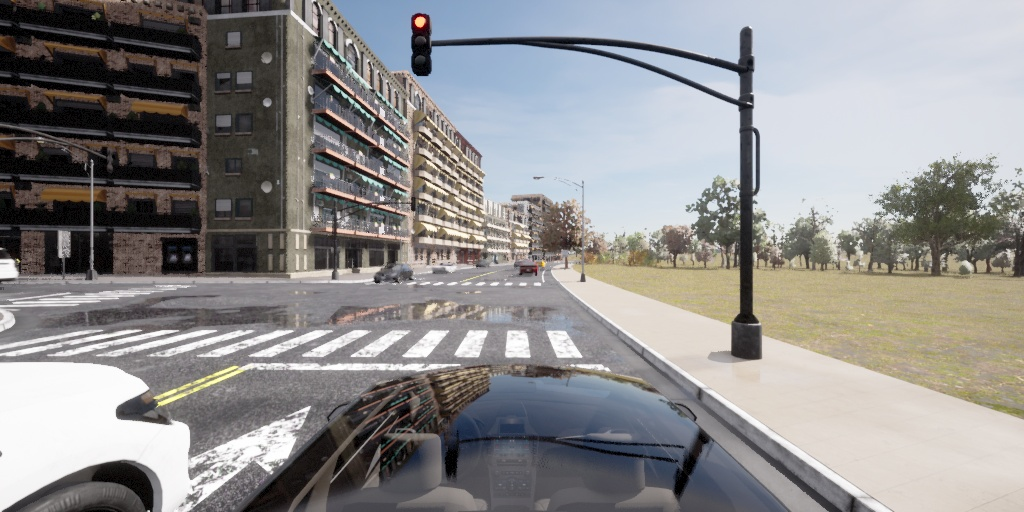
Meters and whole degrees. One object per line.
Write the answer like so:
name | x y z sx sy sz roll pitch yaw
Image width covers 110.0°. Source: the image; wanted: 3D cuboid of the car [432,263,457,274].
car | -7.866 1.436 41.929 1.895 1.301 4.718 0 0 6

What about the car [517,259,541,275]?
car | 1.935 1.308 39.891 1.882 1.535 5.008 0 0 5

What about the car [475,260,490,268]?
car | -5.176 1.436 63.792 1.837 1.490 4.892 0 -1 9

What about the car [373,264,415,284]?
car | -8.977 1.312 27.691 1.812 1.442 4.674 0 0 4

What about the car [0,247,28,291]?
car | -26.653 0.553 16.106 5.566 2.045 2.150 1 0 -20

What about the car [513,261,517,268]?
car | 1.431 1.426 63.841 2.128 1.511 4.902 0 0 9
